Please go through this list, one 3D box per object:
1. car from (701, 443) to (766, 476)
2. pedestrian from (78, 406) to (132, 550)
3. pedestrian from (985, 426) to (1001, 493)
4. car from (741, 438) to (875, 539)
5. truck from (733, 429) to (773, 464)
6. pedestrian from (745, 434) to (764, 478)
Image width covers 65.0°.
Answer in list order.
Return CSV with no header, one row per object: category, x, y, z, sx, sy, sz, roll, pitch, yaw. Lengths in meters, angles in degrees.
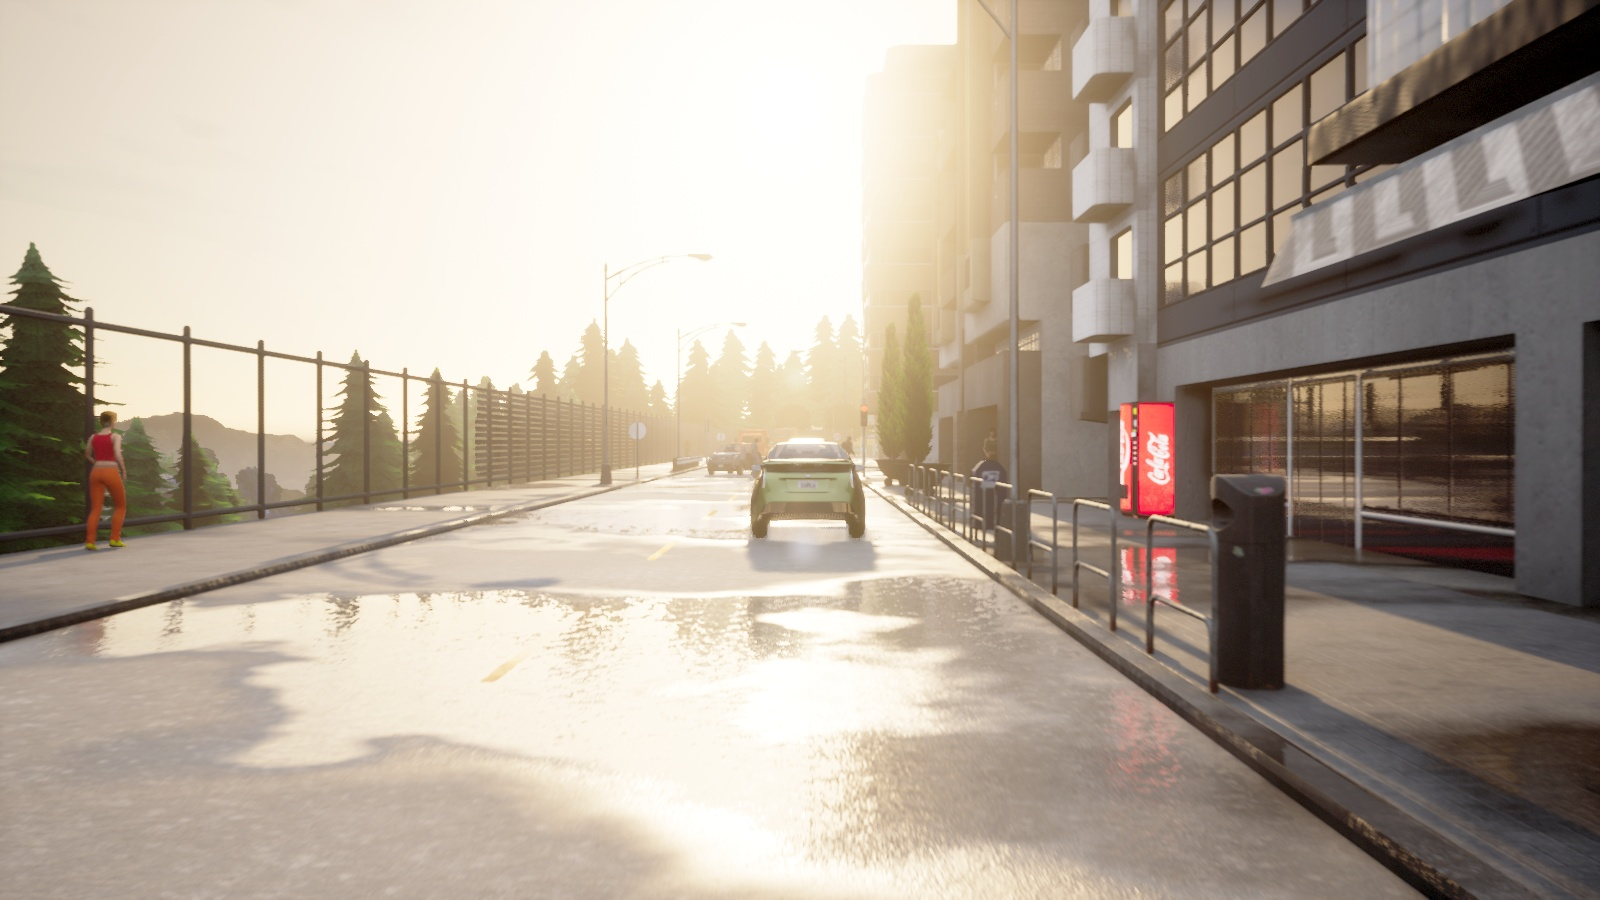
car,-3.075,0.427,58.745,1.845,1.501,3.633,0,0,18
pedestrian,-9.051,0.357,16.363,0.345,1.836,0.594,0,0,3
pedestrian,5.383,0.263,35.016,0.345,1.836,0.594,0,0,1
car,0.133,0.574,21.192,2.007,1.525,4.514,0,0,0
truck,-3.427,-0.264,92.499,2.627,2.467,5.204,0,0,1
pedestrian,-1.934,0.246,53.450,0.706,1.836,0.354,0,0,13
